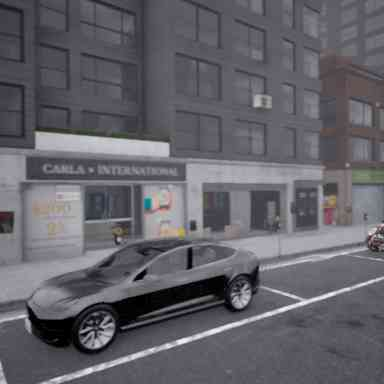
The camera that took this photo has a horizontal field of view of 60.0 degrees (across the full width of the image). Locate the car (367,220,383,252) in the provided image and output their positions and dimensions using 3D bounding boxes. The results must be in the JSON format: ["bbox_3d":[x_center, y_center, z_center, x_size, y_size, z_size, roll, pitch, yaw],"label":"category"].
[{"bbox_3d":[8.357,1.427,12.510,4.097,1.590,1.967,0,-1,-36],"label":"car"}]

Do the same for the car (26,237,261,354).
[{"bbox_3d":[-0.608,1.563,6.109,4.313,1.339,1.947,0,-1,-36],"label":"car"}]
